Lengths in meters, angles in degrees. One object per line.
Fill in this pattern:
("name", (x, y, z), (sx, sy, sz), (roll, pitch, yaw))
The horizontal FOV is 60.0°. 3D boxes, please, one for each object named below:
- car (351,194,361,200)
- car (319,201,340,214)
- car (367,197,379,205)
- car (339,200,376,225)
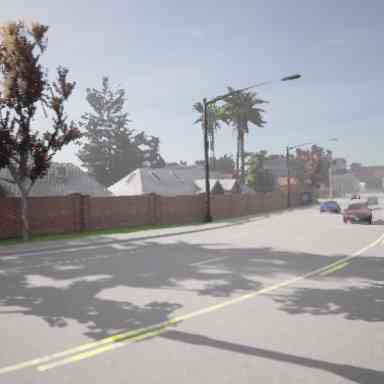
("car", (36.022, 1.159, 73.112), (1.882, 1.535, 5.008), (-2, 0, 30))
("car", (15.675, 1.718, 37.561), (1.812, 1.442, 4.674), (-2, -1, 30))
("car", (33.149, 1.583, 60.981), (2.128, 1.511, 4.902), (-2, -1, 30))
("car", (12.597, 1.610, 25.142), (1.812, 1.442, 4.674), (-2, -1, 30))
